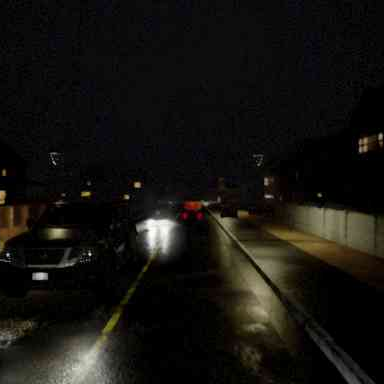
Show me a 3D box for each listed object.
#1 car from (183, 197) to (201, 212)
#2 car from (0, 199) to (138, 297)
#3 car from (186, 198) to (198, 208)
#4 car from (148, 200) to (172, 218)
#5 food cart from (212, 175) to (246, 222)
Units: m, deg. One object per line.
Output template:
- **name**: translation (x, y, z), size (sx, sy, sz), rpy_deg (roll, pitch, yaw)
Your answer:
- **car**: translation (0.030, 1.393, 38.993), size (2.097, 1.767, 4.553), rpy_deg (0, 0, 0)
- **car**: translation (-2.840, 1.221, 8.954), size (2.150, 2.045, 5.566), rpy_deg (0, 0, 0)
- **car**: translation (0.022, 1.682, 51.344), size (1.895, 1.301, 4.718), rpy_deg (0, 0, 0)
- **car**: translation (-2.831, 1.510, 30.269), size (2.128, 1.511, 4.902), rpy_deg (0, 0, 0)
- **food cart**: translation (3.035, 0.479, 28.068), size (2.280, 3.560, 4.660), rpy_deg (1, 1, 0)
